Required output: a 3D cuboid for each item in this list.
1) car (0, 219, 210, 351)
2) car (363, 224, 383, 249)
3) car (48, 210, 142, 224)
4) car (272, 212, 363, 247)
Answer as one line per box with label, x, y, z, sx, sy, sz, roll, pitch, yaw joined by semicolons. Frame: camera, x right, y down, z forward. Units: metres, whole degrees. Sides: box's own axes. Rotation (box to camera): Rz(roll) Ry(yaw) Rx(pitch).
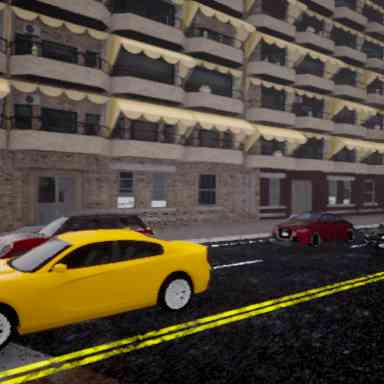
car;-1.968;1.476;6.167;5.008;1.535;1.882;0;0;-35
car;9.440;1.658;13.988;5.357;1.411;2.033;1;0;-33
car;-3.201;1.347;9.275;4.553;1.767;2.097;0;0;-35
car;5.667;1.645;15.390;4.181;1.385;1.994;0;0;-33
